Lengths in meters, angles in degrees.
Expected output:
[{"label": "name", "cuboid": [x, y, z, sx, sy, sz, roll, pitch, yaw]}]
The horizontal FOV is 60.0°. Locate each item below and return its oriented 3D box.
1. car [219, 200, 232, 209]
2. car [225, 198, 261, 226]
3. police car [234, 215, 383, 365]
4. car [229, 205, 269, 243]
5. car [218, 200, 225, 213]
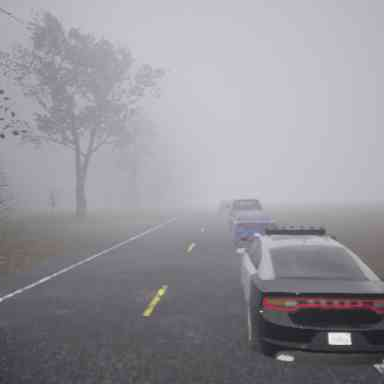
[{"label": "car", "cuboid": [5.619, 2.105, 56.653, 2.128, 1.511, 4.902, -1, -1, 5]}, {"label": "car", "cuboid": [3.507, 1.432, 22.166, 2.150, 2.045, 5.566, -1, -1, 6]}, {"label": "police car", "cuboid": [1.918, 1.467, 6.308, 1.930, 1.638, 5.238, -1, -1, 6]}, {"label": "car", "cuboid": [2.918, 1.622, 16.156, 1.882, 1.535, 5.008, -1, -1, 6]}, {"label": "car", "cuboid": [4.521, 1.819, 43.879, 2.097, 1.767, 4.553, -1, -1, 6]}]
